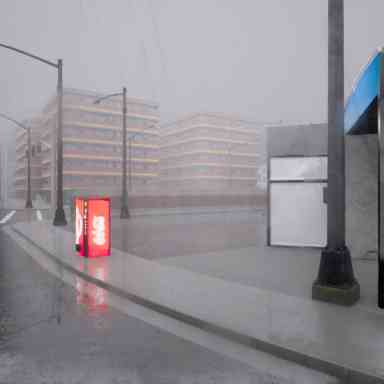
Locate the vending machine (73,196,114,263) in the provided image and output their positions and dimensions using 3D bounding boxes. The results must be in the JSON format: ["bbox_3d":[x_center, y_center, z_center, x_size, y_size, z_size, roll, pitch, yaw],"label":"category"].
[{"bbox_3d":[-3.334,1.195,11.205,1.100,2.100,0.880,0,0,-36],"label":"vending machine"}]
